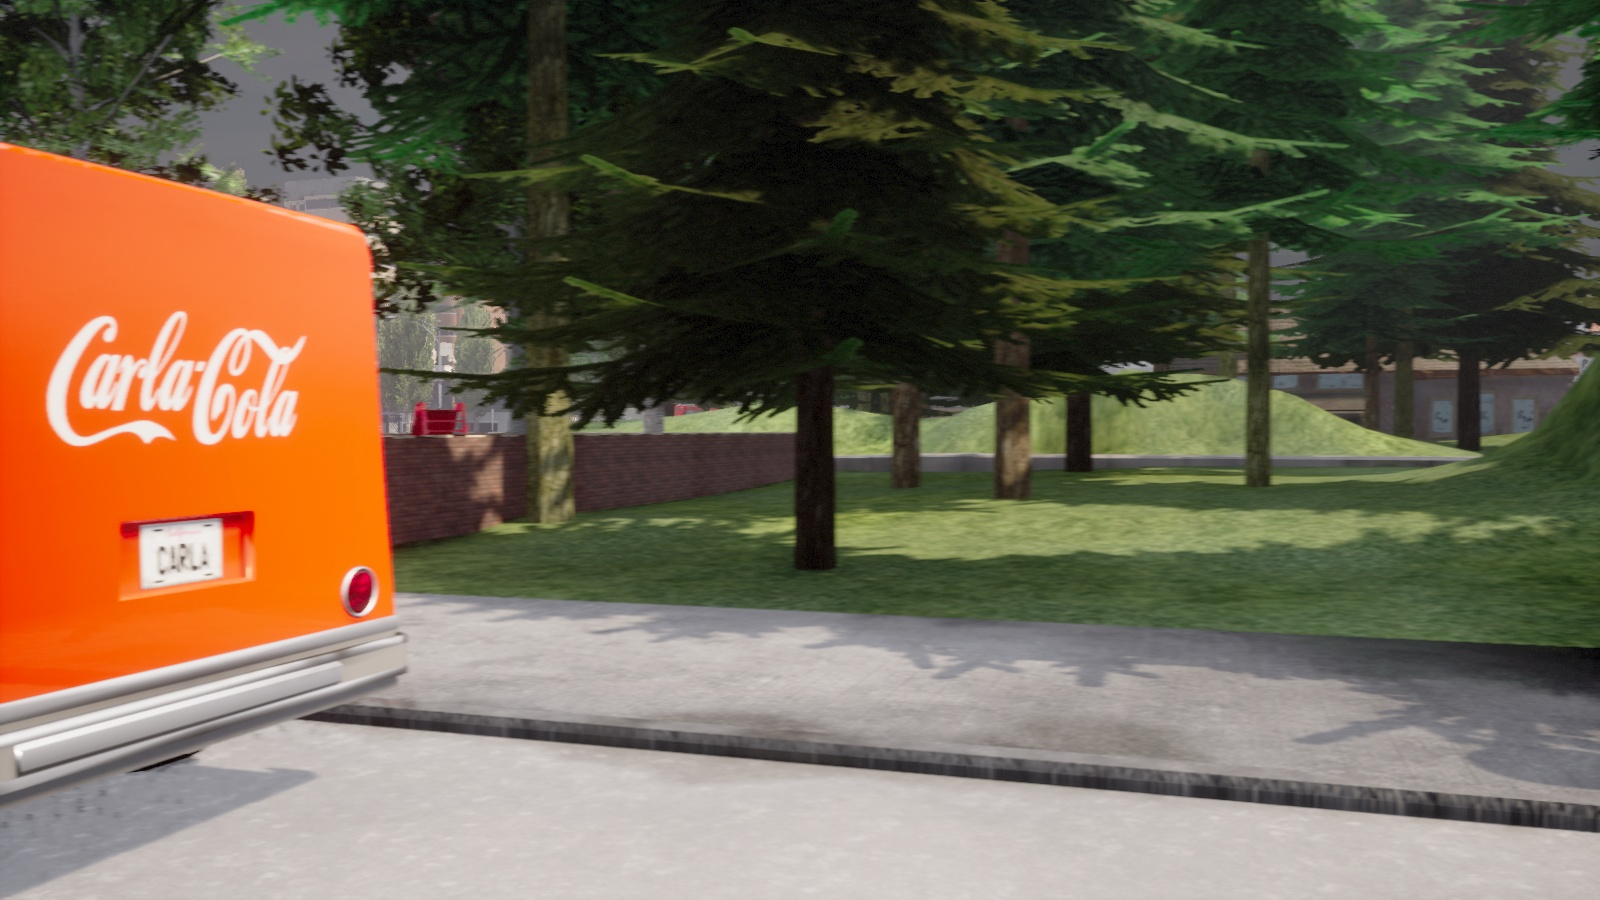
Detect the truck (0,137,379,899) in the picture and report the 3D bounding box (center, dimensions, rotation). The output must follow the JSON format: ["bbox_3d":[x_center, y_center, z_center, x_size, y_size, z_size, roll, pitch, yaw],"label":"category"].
[{"bbox_3d":[-4.816,0.224,5.333,5.204,2.467,2.627,0,1,19],"label":"truck"}]

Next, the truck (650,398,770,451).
[{"bbox_3d":[-6.677,-1.898,92.952,8.468,3.827,2.891,1,1,22],"label":"truck"}]
